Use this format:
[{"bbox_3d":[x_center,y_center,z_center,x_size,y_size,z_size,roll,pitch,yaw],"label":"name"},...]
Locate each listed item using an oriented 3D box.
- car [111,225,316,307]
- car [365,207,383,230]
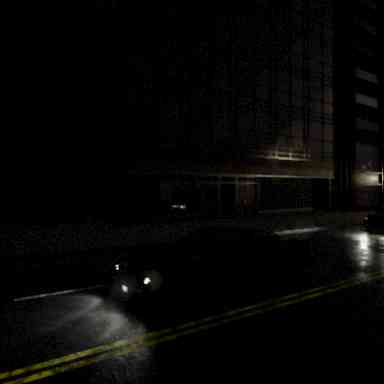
[{"bbox_3d":[0.820,1.574,8.255,5.357,1.411,2.033,0,0,-35],"label":"car"},{"bbox_3d":[12.719,1.588,20.723,5.008,1.535,1.882,0,0,-35],"label":"car"}]
